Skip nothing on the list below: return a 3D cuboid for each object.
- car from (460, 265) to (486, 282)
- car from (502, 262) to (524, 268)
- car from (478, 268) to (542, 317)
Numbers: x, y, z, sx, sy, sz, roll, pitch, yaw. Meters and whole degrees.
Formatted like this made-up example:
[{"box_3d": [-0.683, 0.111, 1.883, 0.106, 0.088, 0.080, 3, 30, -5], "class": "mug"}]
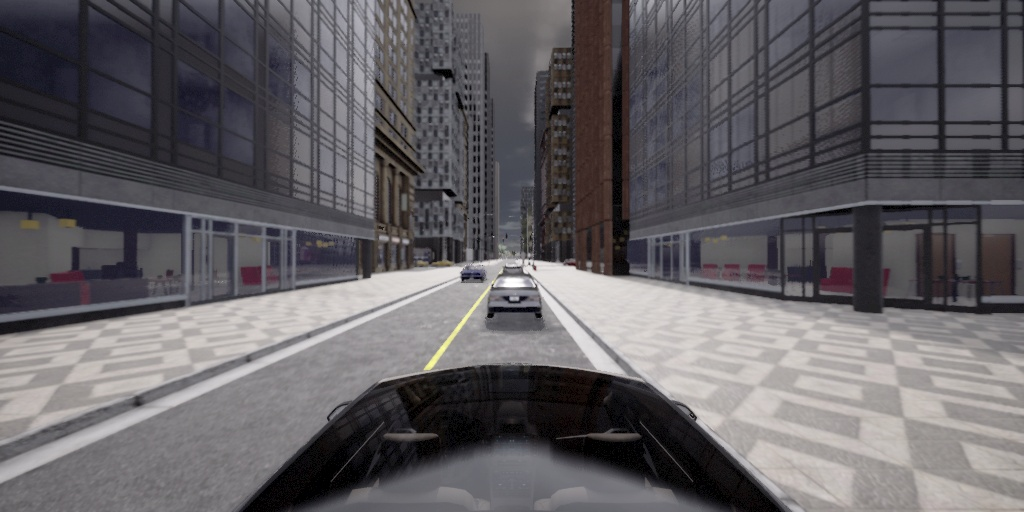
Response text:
[{"box_3d": [-3.098, 1.431, 29.669, 1.895, 1.301, 4.718, 0, 0, 0], "class": "car"}, {"box_3d": [0.097, 1.331, 33.378, 2.128, 1.511, 4.902, 0, 0, 0], "class": "car"}, {"box_3d": [0.086, 1.332, 13.270, 2.033, 1.411, 5.357, 0, 0, 0], "class": "car"}]
